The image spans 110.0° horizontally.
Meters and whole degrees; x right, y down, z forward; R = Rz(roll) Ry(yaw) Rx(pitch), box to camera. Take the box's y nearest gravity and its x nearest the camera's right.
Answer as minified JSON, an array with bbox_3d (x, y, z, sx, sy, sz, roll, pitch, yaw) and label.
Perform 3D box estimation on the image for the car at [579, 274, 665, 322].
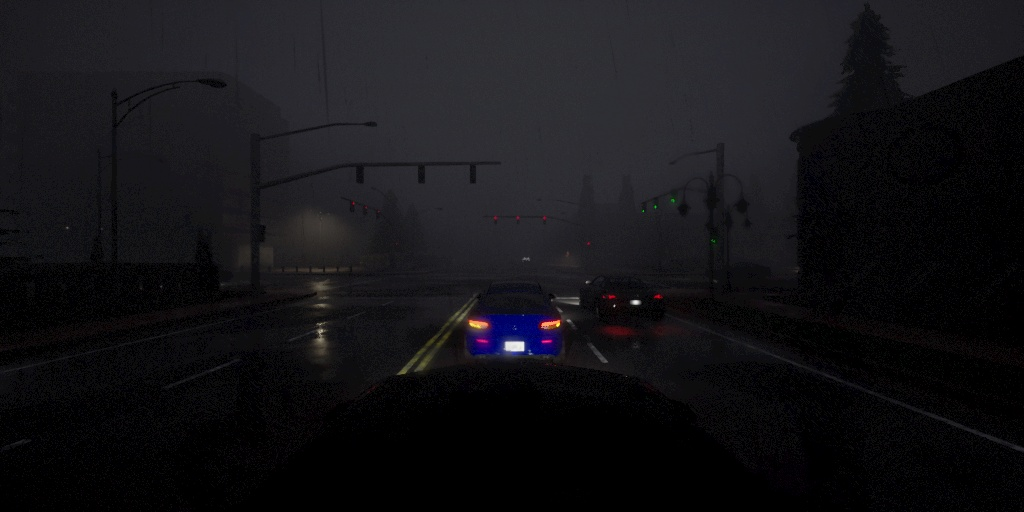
[{"bbox_3d":[3.580,1.314,12.362,1.994,1.385,4.181,0,0,0],"label":"car"}]

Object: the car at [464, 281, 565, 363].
[{"bbox_3d":[0.063,1.276,8.010,1.812,1.442,4.674,0,0,0],"label":"car"}]

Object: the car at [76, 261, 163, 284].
[{"bbox_3d":[-26.083,1.101,23.901,4.553,1.767,2.097,0,0,0],"label":"car"}]

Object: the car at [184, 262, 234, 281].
[{"bbox_3d":[-24.148,1.227,27.396,5.008,1.535,1.882,0,0,0],"label":"car"}]

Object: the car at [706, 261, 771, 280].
[{"bbox_3d":[19.368,1.227,30.769,5.008,1.535,1.882,0,0,-1],"label":"car"}]
